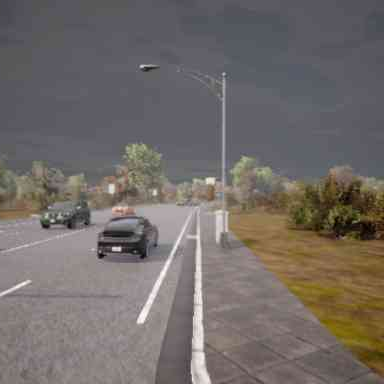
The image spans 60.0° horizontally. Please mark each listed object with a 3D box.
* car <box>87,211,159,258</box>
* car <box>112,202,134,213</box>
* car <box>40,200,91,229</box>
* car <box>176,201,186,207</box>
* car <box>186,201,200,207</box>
[{"bbox_3d":[-2.557,1.766,13.910,1.837,1.490,4.892,0,-1,1],"label":"car"},{"bbox_3d":[-9.039,2.145,43.735,2.097,1.767,4.553,0,-1,2],"label":"car"},{"bbox_3d":[-9.449,1.663,25.421,2.150,2.045,5.566,0,-1,1],"label":"car"},{"bbox_3d":[-3.276,3.337,91.968,1.895,1.301,4.718,0,-1,5],"label":"car"},{"bbox_3d":[0.212,3.296,91.674,2.033,1.411,5.357,0,-1,5],"label":"car"}]
